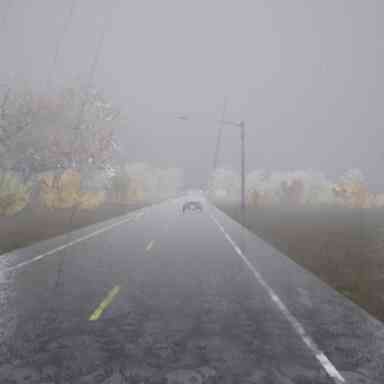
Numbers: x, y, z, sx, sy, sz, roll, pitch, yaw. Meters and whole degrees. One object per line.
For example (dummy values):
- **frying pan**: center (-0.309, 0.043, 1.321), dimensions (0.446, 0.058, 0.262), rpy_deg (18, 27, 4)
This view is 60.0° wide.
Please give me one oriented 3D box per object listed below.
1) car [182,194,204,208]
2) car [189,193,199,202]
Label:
- **car**: center (0.093, 1.100, 30.389), dimensions (1.812, 1.442, 4.674), rpy_deg (0, 0, 0)
- **car**: center (0.388, 1.017, 62.051), dimensions (1.882, 1.535, 5.008), rpy_deg (0, 0, 1)
